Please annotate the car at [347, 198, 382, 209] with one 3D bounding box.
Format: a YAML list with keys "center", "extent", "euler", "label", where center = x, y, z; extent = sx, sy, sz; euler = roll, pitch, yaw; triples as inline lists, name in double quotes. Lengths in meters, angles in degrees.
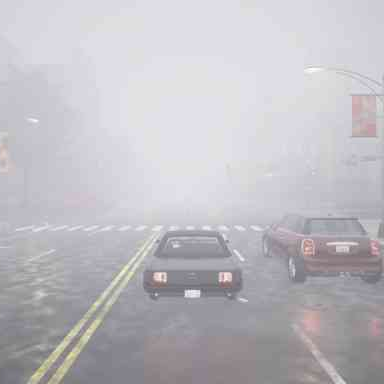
- center: [22.619, 1.564, 42.458]
  extent: [4.181, 1.385, 1.994]
  euler: [0, 0, 0]
  label: "car"

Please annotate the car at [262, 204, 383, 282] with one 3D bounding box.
- center: [3.507, 1.352, 9.873]
  extent: [2.097, 1.767, 4.553]
  euler: [0, 0, 0]
  label: "car"

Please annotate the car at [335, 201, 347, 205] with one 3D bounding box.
- center: [22.699, 1.547, 45.958]
  extent: [5.357, 1.411, 2.033]
  euler: [0, 0, 0]
  label: "car"

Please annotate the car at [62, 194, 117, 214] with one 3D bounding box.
- center: [-10.896, 1.221, 35.562]
  extent: [5.566, 2.045, 2.150]
  euler: [0, 1, -18]
  label: "car"

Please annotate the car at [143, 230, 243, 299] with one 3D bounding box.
- center: [0.015, 1.601, 8.393]
  extent: [1.895, 1.301, 4.718]
  euler: [0, 0, 0]
  label: "car"

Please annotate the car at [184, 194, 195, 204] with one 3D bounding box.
- center: [-0.459, 1.505, 63.767]
  extent: [1.837, 1.490, 4.892]
  euler: [0, 0, 0]
  label: "car"
